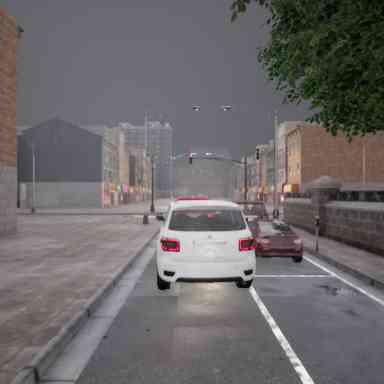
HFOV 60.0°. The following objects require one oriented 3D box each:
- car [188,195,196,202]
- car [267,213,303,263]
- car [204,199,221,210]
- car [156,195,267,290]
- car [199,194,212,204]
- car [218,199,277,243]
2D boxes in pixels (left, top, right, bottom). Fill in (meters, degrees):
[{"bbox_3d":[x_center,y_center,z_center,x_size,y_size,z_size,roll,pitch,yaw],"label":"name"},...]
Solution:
[{"bbox_3d":[-0.036,1.539,83.839,2.097,1.767,4.553,0,0,0],"label":"car"},{"bbox_3d":[2.639,1.586,11.770,1.802,1.307,4.206,1,0,0],"label":"car"},{"bbox_3d":[2.625,1.597,43.649,1.887,1.381,4.507,1,0,0],"label":"car"},{"bbox_3d":[0.178,1.224,9.245,2.150,2.045,5.566,0,0,-4],"label":"car"},{"bbox_3d":[2.618,1.429,65.399,2.192,1.841,5.009,1,0,0],"label":"car"},{"bbox_3d":[2.639,1.324,17.219,2.192,1.841,5.009,1,0,0],"label":"car"}]
